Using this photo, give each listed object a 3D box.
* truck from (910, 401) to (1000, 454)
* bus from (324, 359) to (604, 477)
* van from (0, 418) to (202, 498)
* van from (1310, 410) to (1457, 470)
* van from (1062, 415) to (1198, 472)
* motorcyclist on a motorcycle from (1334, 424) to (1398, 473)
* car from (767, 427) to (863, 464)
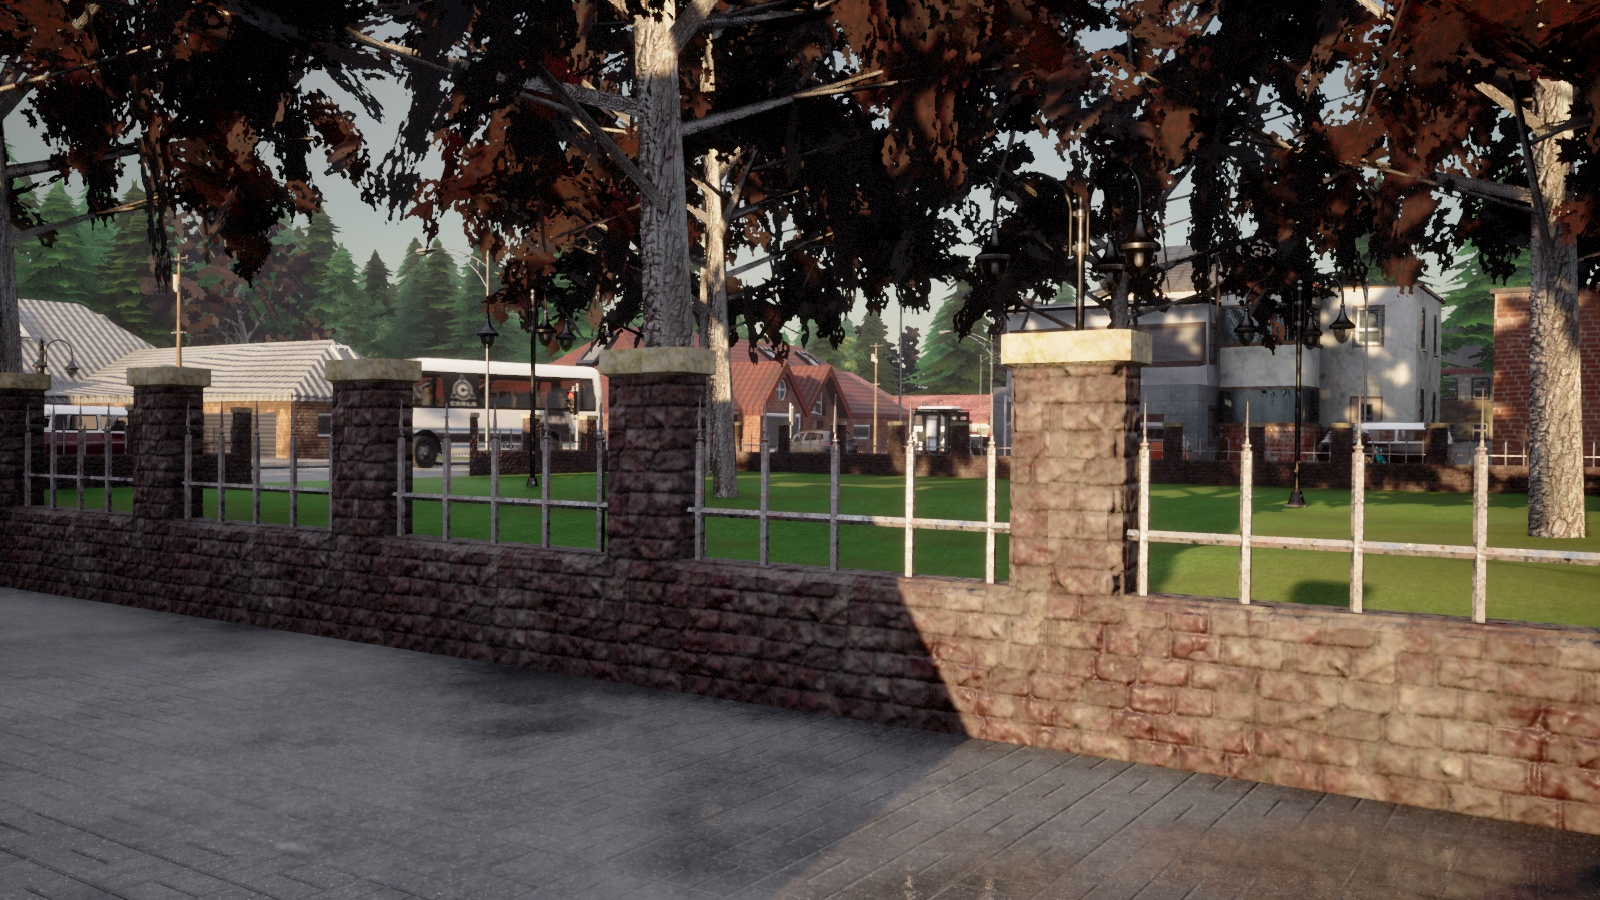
[{"bbox_3d":[10.791,-1.529,86.497,2.891,3.462,7.936,0,1,34],"label":"truck"},{"bbox_3d":[-13.193,-1.213,50.322,3.944,4.253,10.273,0,1,43],"label":"bus"},{"bbox_3d":[-19.074,0.159,34.308,2.069,2.038,4.480,0,1,33],"label":"van"},{"bbox_3d":[20.798,-0.345,44.777,4.480,2.038,2.069,0,1,34],"label":"van"},{"bbox_3d":[12.015,-0.249,45.764,4.442,1.987,1.775,0,1,32],"label":"van"},{"bbox_3d":[18.643,-0.048,41.342,1.817,1.590,0.866,0,1,32],"label":"motorcyclist on a motorcycle"},{"bbox_3d":[0.654,-0.242,59.432,2.242,1.667,4.611,-2,1,-36],"label":"car"}]
